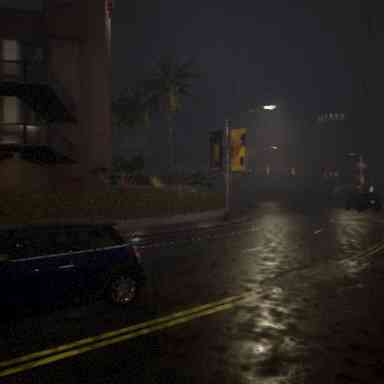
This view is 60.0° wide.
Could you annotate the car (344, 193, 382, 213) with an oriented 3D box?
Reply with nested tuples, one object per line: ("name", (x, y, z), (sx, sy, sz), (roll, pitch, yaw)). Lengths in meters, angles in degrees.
("car", (18.628, 1.139, 36.505), (2.150, 2.045, 5.566), (0, 0, 6))

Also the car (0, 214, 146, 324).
("car", (-3.228, 1.372, 6.264), (4.553, 1.767, 2.097), (0, 0, -38))
